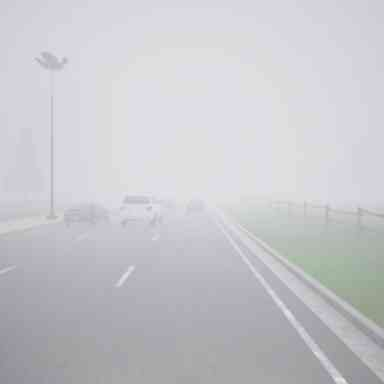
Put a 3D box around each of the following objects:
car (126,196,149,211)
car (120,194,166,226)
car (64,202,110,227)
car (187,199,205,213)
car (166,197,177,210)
[{"bbox_3d":[-6.425,1.316,39.712,1.882,1.535,5.008,0,0,2],"label":"car"},{"bbox_3d":[-3.314,1.133,22.519,2.150,2.045,5.566,0,1,2],"label":"car"},{"bbox_3d":[-6.842,1.401,22.107,2.128,1.511,4.902,0,0,1],"label":"car"},{"bbox_3d":[0.423,1.405,35.055,2.033,1.411,5.357,0,0,2],"label":"car"},{"bbox_3d":[-2.896,1.312,40.573,1.882,1.535,5.008,0,0,2],"label":"car"}]
